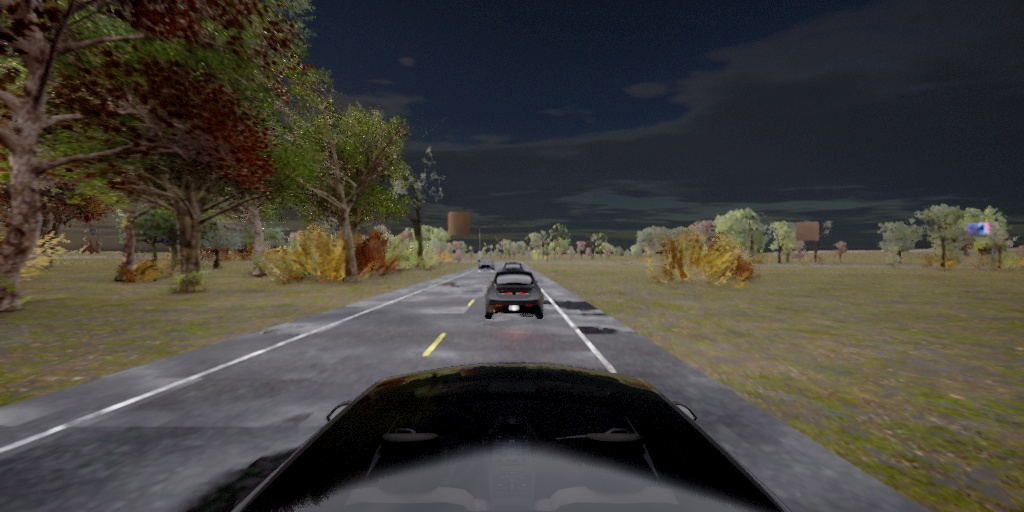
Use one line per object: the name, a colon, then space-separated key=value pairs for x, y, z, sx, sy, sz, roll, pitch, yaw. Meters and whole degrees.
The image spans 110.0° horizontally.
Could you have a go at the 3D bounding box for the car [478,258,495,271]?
car: x=-3.560 y=1.101 z=50.414 sx=2.097 sy=1.767 sz=4.553 roll=0 pitch=0 yaw=0

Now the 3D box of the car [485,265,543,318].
car: x=0.077 y=1.259 z=12.956 sx=1.837 sy=1.490 sz=4.892 roll=0 pitch=0 yaw=0

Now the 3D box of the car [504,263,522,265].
car: x=0.082 y=1.260 z=28.105 sx=1.837 sy=1.490 sz=4.892 roll=0 pitch=0 yaw=0
